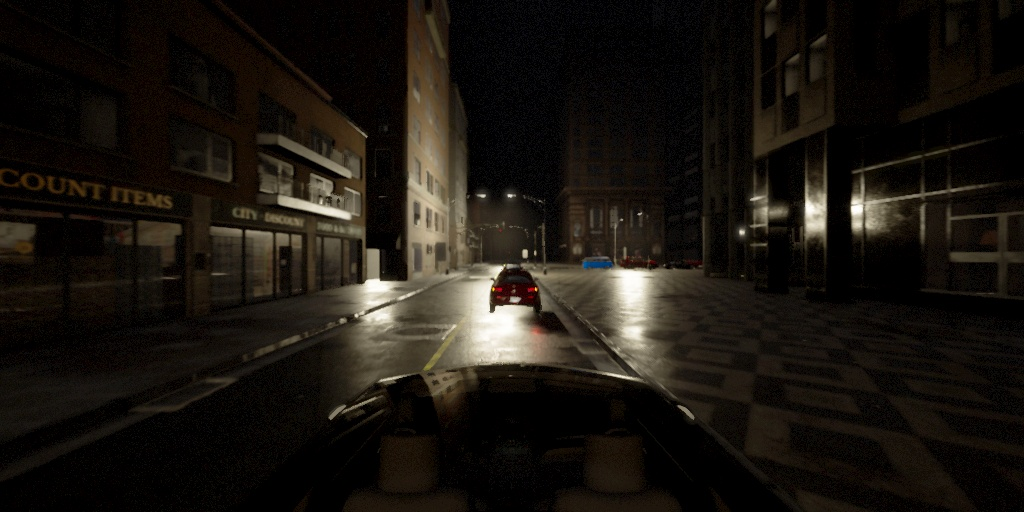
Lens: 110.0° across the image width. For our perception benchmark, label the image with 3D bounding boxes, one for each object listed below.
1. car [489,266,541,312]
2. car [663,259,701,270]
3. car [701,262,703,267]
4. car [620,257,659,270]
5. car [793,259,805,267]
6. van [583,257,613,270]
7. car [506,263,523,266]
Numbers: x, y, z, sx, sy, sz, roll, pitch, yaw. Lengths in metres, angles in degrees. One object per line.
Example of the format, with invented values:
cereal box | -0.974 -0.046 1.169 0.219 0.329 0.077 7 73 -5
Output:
car | 0.099 1.277 14.136 1.812 1.442 4.674 0 0 0
car | 23.001 1.281 49.273 4.313 1.339 1.948 0 0 -1
car | 28.534 1.240 57.885 4.507 1.381 1.888 0 0 -1
car | 17.361 1.033 49.186 5.009 1.841 2.192 0 0 -1
car | 39.918 1.144 49.534 4.097 1.591 1.967 0 0 -1
van | 11.721 1.061 49.099 3.998 1.789 1.690 0 0 -1
car | 0.097 1.287 30.695 1.994 1.385 4.181 0 0 0
